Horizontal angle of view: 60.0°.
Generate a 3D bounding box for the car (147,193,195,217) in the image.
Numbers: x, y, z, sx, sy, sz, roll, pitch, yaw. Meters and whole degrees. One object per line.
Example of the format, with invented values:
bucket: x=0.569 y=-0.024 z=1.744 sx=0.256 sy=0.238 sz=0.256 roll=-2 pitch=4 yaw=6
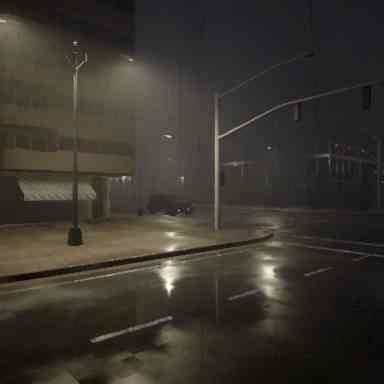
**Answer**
car: x=-2.151 y=1.182 z=32.458 sx=2.150 sy=2.045 sz=5.566 roll=0 pitch=1 yaw=-42
